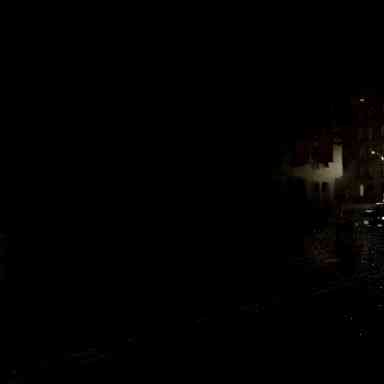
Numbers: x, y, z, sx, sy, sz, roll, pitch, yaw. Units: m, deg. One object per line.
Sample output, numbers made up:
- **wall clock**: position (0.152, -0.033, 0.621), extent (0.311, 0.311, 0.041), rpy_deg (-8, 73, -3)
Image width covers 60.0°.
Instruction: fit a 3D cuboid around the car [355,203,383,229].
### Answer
- **car**: position (11.598, 1.408, 19.723), extent (4.902, 1.511, 2.128), rpy_deg (0, 0, -35)
